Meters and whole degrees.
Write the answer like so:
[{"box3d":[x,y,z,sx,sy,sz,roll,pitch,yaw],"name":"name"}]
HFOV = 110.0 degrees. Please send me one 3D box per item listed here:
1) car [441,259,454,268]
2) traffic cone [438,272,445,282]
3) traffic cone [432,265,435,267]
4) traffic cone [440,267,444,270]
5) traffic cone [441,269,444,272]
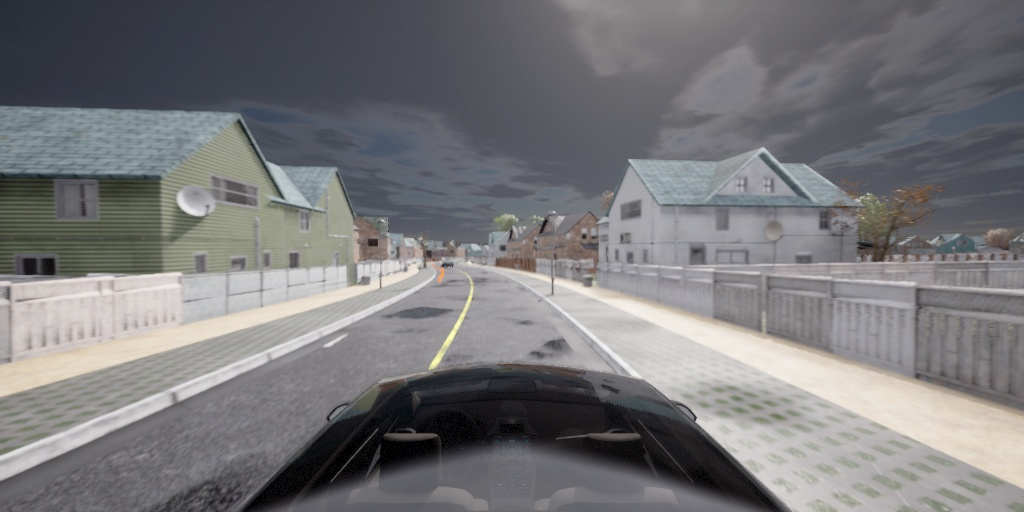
[{"box3d":[-11.492,1.291,63.985,1.882,1.535,5.008,-1,0,-16],"name":"car"},{"box3d":[-5.602,1.726,27.777,0.340,0.580,0.340,0,0,-8],"name":"traffic cone"},{"box3d":[-13.093,1.789,61.549,0.340,0.580,0.340,0,0,-16],"name":"traffic cone"},{"box3d":[-7.151,1.737,37.537,0.340,0.580,0.340,0,0,-10],"name":"traffic cone"},{"box3d":[-6.316,1.731,32.666,0.340,0.580,0.340,0,0,-9],"name":"traffic cone"}]
